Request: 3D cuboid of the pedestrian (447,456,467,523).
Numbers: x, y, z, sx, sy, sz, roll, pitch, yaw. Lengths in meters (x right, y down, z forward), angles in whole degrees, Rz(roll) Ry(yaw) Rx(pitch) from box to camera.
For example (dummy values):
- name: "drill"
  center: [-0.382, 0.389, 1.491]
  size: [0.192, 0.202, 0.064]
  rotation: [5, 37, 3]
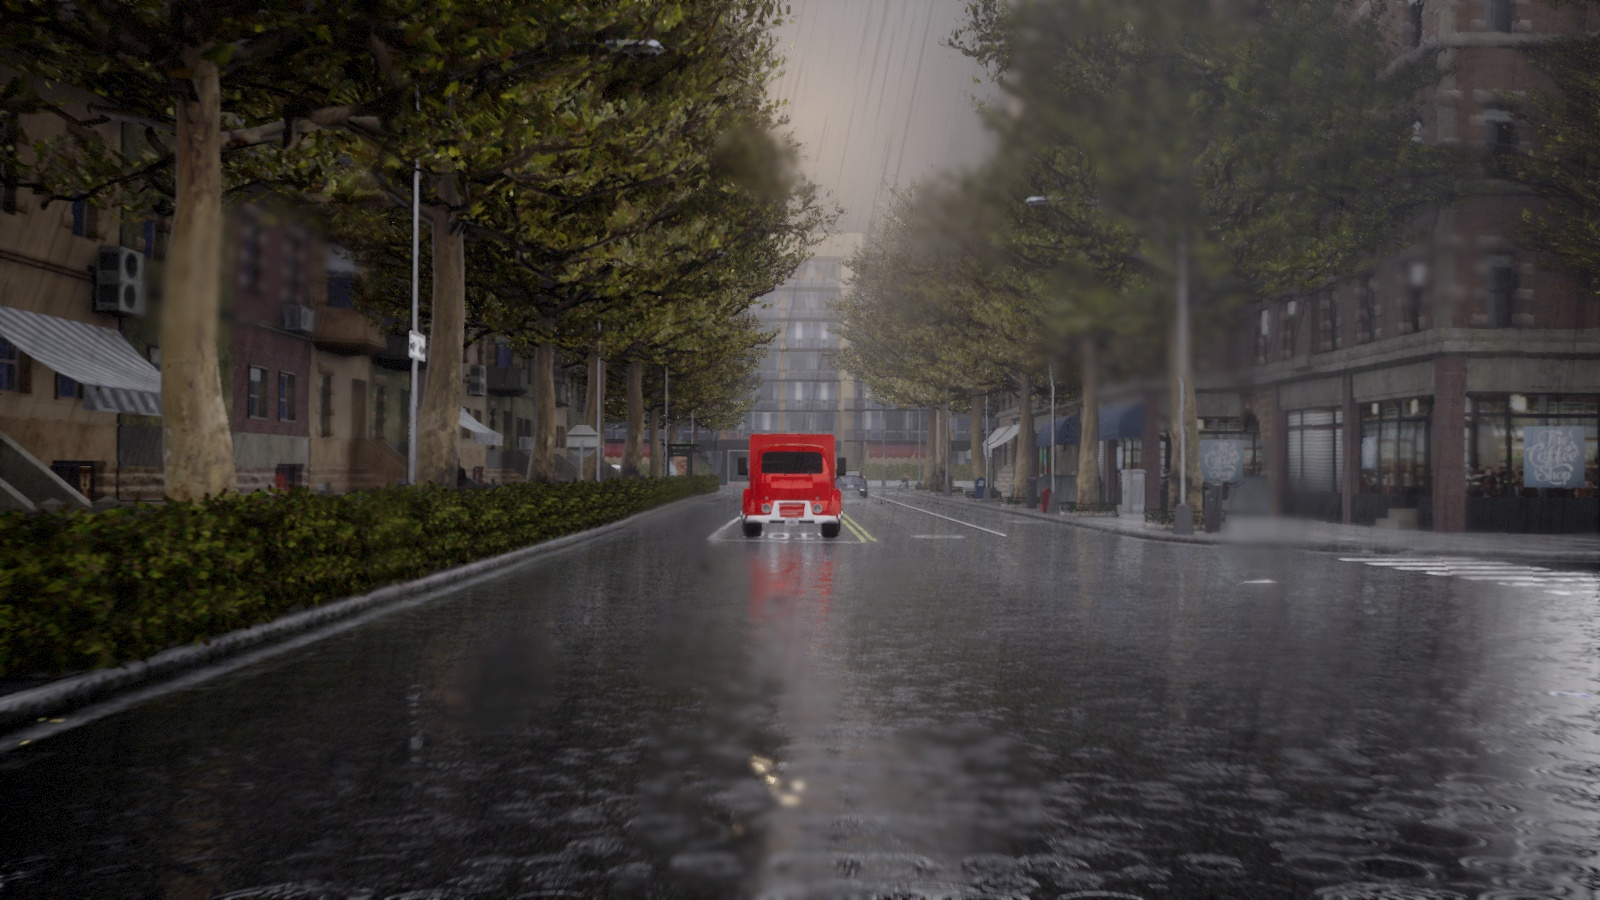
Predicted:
- name: "pedestrian"
  center: [-9.671, 1.103, 35.418]
  size: [0.376, 1.854, 0.720]
  rotation: [0, -1, -2]

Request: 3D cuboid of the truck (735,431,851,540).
- name: "truck"
  center: [-0.185, 0.850, 31.160]
  size: [2.627, 2.467, 5.204]
  rotation: [0, -1, 0]

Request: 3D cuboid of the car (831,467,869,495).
- name: "car"
  center: [3.050, 1.881, 77.640]
  size: [2.152, 1.651, 5.027]
  rotation: [0, -1, 0]
